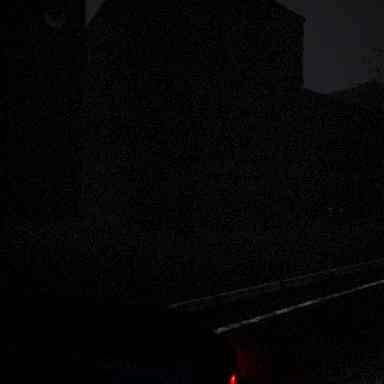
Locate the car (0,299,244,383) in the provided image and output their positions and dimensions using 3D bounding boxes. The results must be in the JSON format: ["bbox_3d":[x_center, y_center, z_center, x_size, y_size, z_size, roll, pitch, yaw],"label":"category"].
[{"bbox_3d":[-2.060,1.546,1.907,5.357,1.411,2.033,0,0,-35],"label":"car"}]
